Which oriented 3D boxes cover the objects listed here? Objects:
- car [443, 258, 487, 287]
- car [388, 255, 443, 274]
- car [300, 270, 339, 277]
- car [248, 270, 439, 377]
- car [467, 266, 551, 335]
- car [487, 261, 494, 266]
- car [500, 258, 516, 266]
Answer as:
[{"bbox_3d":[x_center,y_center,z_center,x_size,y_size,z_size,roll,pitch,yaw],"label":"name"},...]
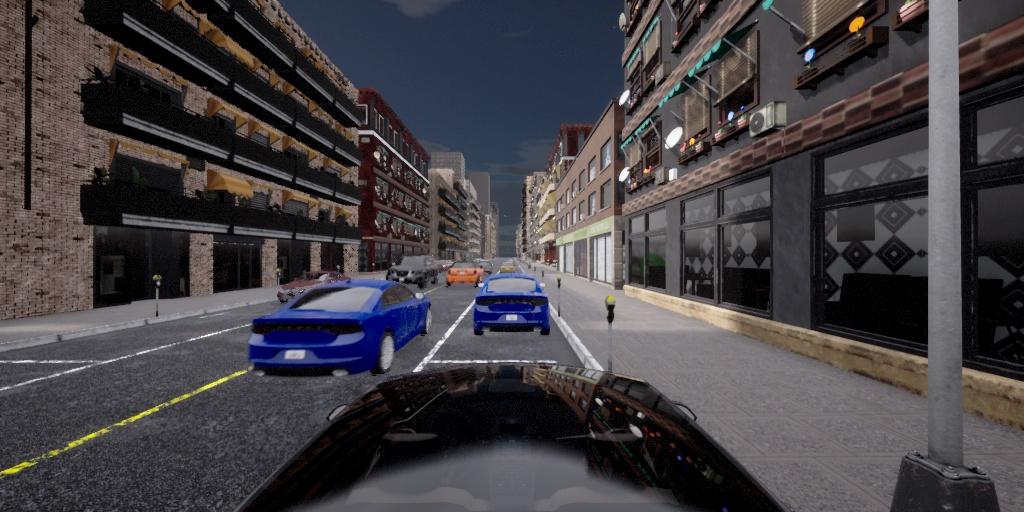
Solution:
[{"bbox_3d":[-3.146,1.101,24.792,2.097,1.767,4.553,0,0,0],"label":"car"},{"bbox_3d":[-6.246,0.972,23.065,2.150,2.045,5.566,0,0,0],"label":"car"},{"bbox_3d":[-8.837,1.333,16.462,1.802,1.307,4.207,0,0,0],"label":"car"},{"bbox_3d":[-3.048,1.228,7.513,1.882,1.535,5.008,0,0,0],"label":"car"},{"bbox_3d":[-0.005,1.228,10.499,1.882,1.535,5.008,0,0,0],"label":"car"},{"bbox_3d":[-3.045,1.297,39.313,2.033,1.411,5.357,0,0,0],"label":"car"},{"bbox_3d":[-0.456,1.275,39.173,1.751,1.417,4.829,0,0,0],"label":"car"}]
